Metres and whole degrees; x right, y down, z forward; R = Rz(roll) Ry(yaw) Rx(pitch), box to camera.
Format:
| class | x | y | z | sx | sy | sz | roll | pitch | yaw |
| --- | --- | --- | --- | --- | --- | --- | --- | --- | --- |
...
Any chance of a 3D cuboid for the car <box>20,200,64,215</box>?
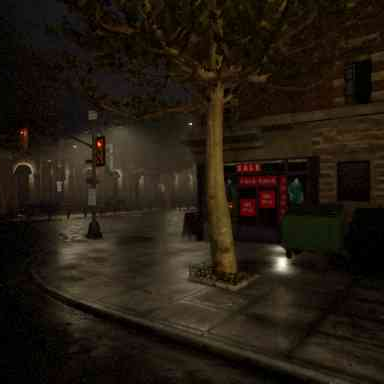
| class | x | y | z | sx | sy | sz | roll | pitch | yaw |
| --- | --- | --- | --- | --- | --- | --- | --- | --- | --- |
| car | -15.664 | 1.564 | 34.784 | 1.994 | 1.385 | 4.181 | 0 | 0 | 36 |

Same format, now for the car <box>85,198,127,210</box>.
| class | x | y | z | sx | sy | sz | roll | pitch | yaw |
| --- | --- | --- | --- | --- | --- | --- | --- | --- | --- |
| car | -10.458 | 1.492 | 41.949 | 2.128 | 1.511 | 4.902 | 0 | 0 | 36 |

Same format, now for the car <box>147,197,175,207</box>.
| class | x | y | z | sx | sy | sz | roll | pitch | yaw |
| --- | --- | --- | --- | --- | --- | --- | --- | --- | --- |
| car | -4.568 | 1.478 | 50.038 | 1.882 | 1.535 | 5.008 | 0 | 0 | 36 |

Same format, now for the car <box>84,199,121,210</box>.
| class | x | y | z | sx | sy | sz | roll | pitch | yaw |
| --- | --- | --- | --- | --- | --- | --- | --- | --- | --- |
| car | -12.075 | 1.595 | 45.081 | 1.895 | 1.301 | 4.718 | 0 | 0 | 36 |
